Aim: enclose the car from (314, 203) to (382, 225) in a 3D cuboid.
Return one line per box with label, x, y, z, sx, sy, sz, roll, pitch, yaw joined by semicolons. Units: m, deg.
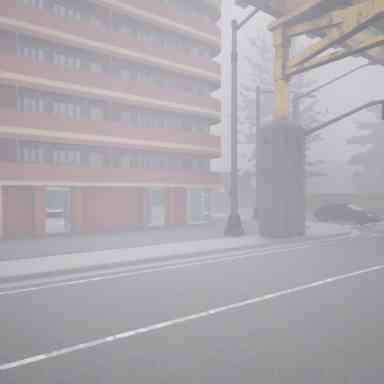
car;11.146;1.526;24.081;1.812;1.442;4.674;0;0;-37
